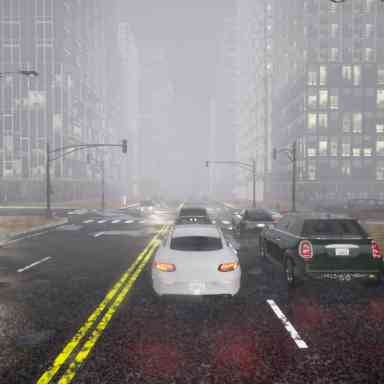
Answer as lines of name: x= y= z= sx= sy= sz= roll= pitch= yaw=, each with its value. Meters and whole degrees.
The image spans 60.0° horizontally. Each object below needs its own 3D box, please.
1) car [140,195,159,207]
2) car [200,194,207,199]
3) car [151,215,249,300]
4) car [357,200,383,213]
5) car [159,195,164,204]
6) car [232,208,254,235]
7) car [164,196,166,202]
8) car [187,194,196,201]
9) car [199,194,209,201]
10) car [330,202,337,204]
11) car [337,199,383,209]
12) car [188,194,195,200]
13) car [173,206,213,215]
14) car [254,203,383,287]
car: x=-6.709 y=1.528 z=50.821 sx=1.994 sy=1.385 sz=4.181 roll=0 pitch=0 yaw=0
car: x=3.036 y=1.266 z=90.817 sx=1.812 sy=1.442 sz=4.674 roll=0 pitch=0 yaw=0
car: x=0.083 y=1.522 z=8.228 sx=1.812 sy=1.442 sz=4.674 roll=0 pitch=0 yaw=0
car: x=21.721 y=1.642 z=37.941 sx=4.829 sy=1.417 sz=1.752 roll=1 pitch=0 yaw=1
car: x=-6.712 y=1.430 z=61.146 sx=1.882 sy=1.535 sz=5.008 roll=0 pitch=0 yaw=1
car: x=3.307 y=1.555 z=17.890 sx=1.994 sy=1.385 sz=4.181 roll=0 pitch=0 yaw=0
car: x=-6.670 y=1.417 z=71.521 sx=1.882 sy=1.535 sz=5.008 roll=0 pitch=0 yaw=0
car: x=-0.189 y=1.418 z=80.393 sx=1.837 sy=1.490 sz=4.892 roll=0 pitch=0 yaw=0
car: x=3.062 y=1.396 z=80.400 sx=1.882 sy=1.535 sz=5.008 roll=0 pitch=0 yaw=0
car: x=15.072 y=1.702 z=35.427 sx=4.718 sy=1.301 sz=1.895 roll=0 pitch=1 yaw=0
car: x=16.132 y=1.519 z=29.641 sx=5.009 sy=1.841 sz=2.192 roll=1 pitch=0 yaw=1
car: x=-0.214 y=1.220 z=90.810 sx=1.882 sy=1.535 sz=5.008 roll=0 pitch=0 yaw=0
car: x=0.059 y=1.495 z=17.477 sx=1.837 sy=1.490 sz=4.892 roll=0 pitch=0 yaw=0
car: x=3.329 y=1.348 z=9.504 sx=2.097 sy=1.767 sz=4.553 roll=0 pitch=0 yaw=0
